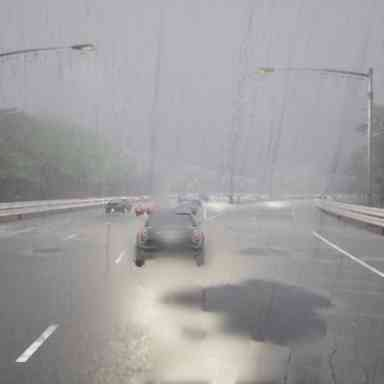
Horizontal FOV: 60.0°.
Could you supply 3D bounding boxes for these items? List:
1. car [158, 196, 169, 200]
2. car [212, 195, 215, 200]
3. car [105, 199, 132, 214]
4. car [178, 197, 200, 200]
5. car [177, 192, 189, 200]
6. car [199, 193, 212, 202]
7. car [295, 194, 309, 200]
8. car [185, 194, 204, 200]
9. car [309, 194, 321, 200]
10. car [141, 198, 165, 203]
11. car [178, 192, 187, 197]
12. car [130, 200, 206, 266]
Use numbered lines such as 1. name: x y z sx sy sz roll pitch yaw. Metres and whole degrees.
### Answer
1. car: -5.522 1.458 61.558 1.994 1.385 4.181 0 0 6
2. car: 4.999 1.458 89.013 1.895 1.301 4.718 0 0 9
3. car: -7.379 1.439 33.887 1.837 1.490 4.892 0 0 2
4. car: -0.464 1.522 32.443 1.994 1.385 4.181 0 0 2
5. car: -2.237 1.069 88.059 2.150 2.045 5.566 0 0 9
6. car: 2.528 1.124 71.547 2.150 2.045 5.566 0 0 7
7. car: 28.962 1.403 88.643 1.882 1.535 5.008 0 0 31
8. car: 0.452 1.416 49.980 1.882 1.535 5.008 0 0 4
9. car: 32.378 1.408 87.525 1.882 1.535 5.008 0 0 31
10. car: -3.938 1.551 30.869 1.895 1.301 4.718 0 0 2
11. car: -1.460 1.249 66.613 2.097 1.767 4.553 0 0 6
12. car: -0.654 1.345 11.644 2.097 1.767 4.553 0 0 -1
